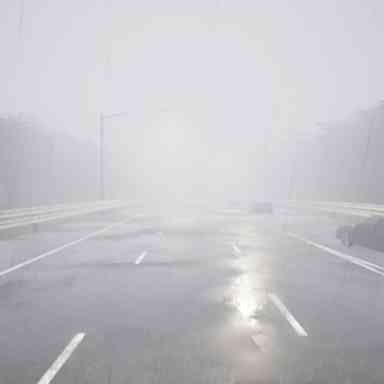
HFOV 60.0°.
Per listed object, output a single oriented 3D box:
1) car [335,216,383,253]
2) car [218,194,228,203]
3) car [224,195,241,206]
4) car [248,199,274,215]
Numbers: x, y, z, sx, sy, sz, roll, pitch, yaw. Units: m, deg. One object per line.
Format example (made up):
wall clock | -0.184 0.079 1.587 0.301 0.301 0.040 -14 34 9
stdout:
car | 7.261 1.553 12.002 2.033 1.411 5.357 0 0 -3
car | 7.177 1.450 74.629 2.150 2.045 5.566 0 -1 0
car | 7.086 1.639 56.665 1.994 1.385 4.181 0 0 0
car | 7.019 1.494 34.099 2.128 1.511 4.902 0 0 0
